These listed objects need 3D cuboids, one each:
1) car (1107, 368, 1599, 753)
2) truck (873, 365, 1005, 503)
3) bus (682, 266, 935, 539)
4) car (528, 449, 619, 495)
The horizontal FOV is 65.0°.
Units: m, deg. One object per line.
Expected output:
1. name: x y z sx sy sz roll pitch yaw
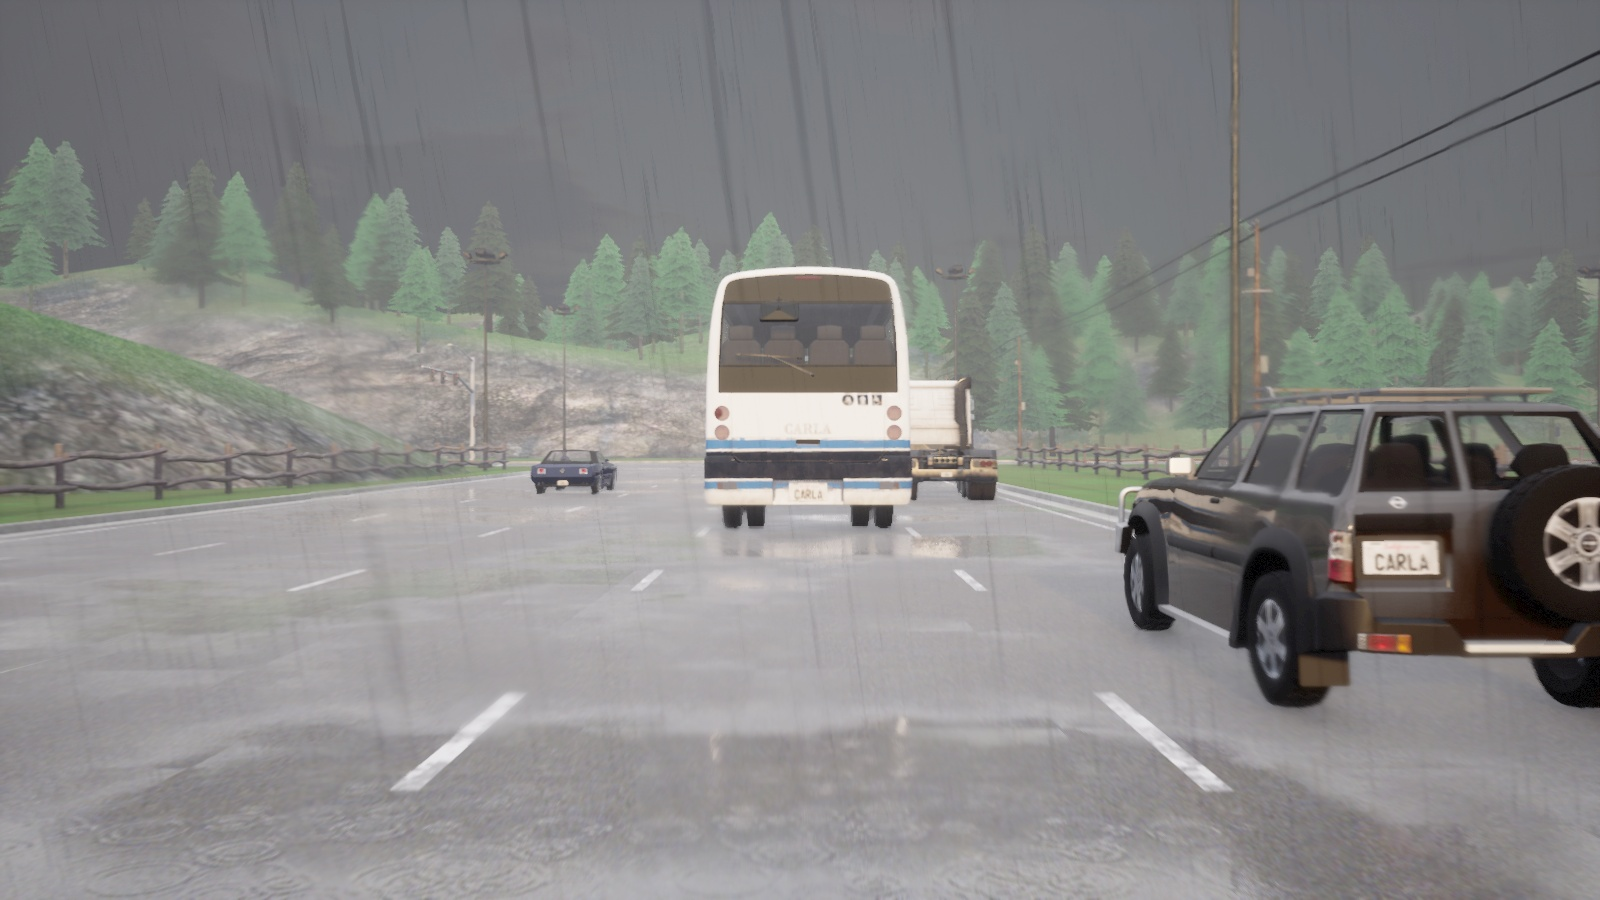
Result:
1. car: 3.563 0.519 8.344 1.932 1.855 4.605 0 0 0
2. truck: 3.717 -0.433 35.447 2.891 3.462 7.936 0 0 0
3. bus: 0.156 -0.770 24.721 3.944 4.253 10.273 0 0 0
4. car: -6.769 0.626 38.029 1.895 1.301 4.718 0 0 0
